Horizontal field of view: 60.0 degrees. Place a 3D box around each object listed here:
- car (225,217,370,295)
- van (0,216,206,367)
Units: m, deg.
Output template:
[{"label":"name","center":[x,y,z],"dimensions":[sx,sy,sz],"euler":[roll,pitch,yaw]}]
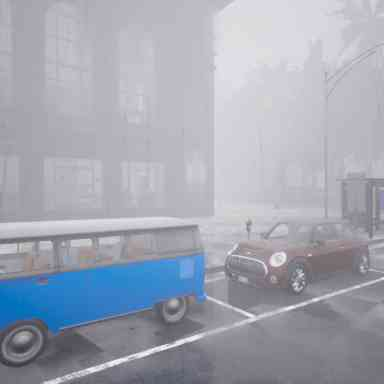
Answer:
[{"label":"car","center":[2.769,1.439,8.616],"dimensions":[4.097,1.590,1.967],"euler":[0,0,-35]},{"label":"van","center":[-1.653,1.341,5.471],"dimensions":[3.998,1.788,1.690],"euler":[0,0,-35]}]
